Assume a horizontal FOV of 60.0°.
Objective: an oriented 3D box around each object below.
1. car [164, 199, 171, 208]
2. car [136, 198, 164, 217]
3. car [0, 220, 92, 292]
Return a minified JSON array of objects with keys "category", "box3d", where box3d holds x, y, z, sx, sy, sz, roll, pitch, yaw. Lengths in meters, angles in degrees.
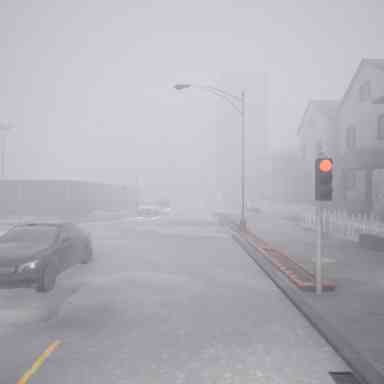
[{"category":"car","box3d":[-4.089,1.600,48.305,1.895,1.301,4.718,0,0,0]},{"category":"car","box3d":[-4.093,1.526,31.897,1.812,1.442,4.674,0,0,0]},{"category":"car","box3d":[-4.100,1.525,9.041,1.812,1.442,4.674,0,0,0]}]
